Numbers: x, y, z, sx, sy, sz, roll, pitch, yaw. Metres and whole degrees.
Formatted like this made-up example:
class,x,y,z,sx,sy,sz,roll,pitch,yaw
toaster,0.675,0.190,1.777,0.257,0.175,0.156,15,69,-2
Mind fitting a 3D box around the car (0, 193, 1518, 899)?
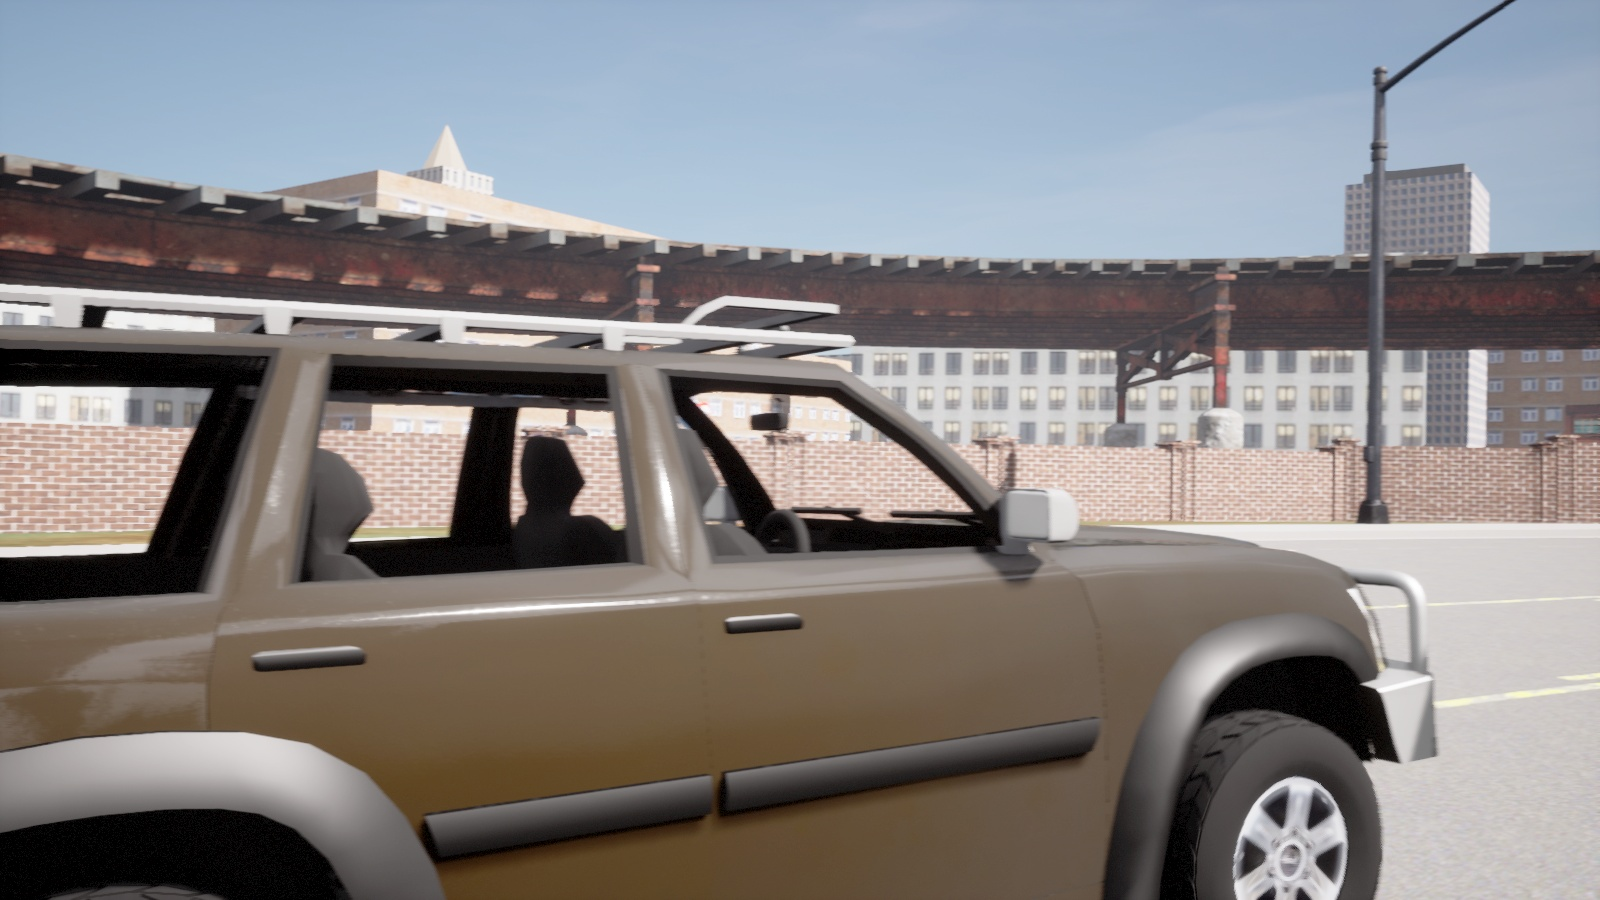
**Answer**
class,x,y,z,sx,sy,sz,roll,pitch,yaw
car,-0.289,0.570,3.496,4.605,1.855,1.932,0,-1,-31
